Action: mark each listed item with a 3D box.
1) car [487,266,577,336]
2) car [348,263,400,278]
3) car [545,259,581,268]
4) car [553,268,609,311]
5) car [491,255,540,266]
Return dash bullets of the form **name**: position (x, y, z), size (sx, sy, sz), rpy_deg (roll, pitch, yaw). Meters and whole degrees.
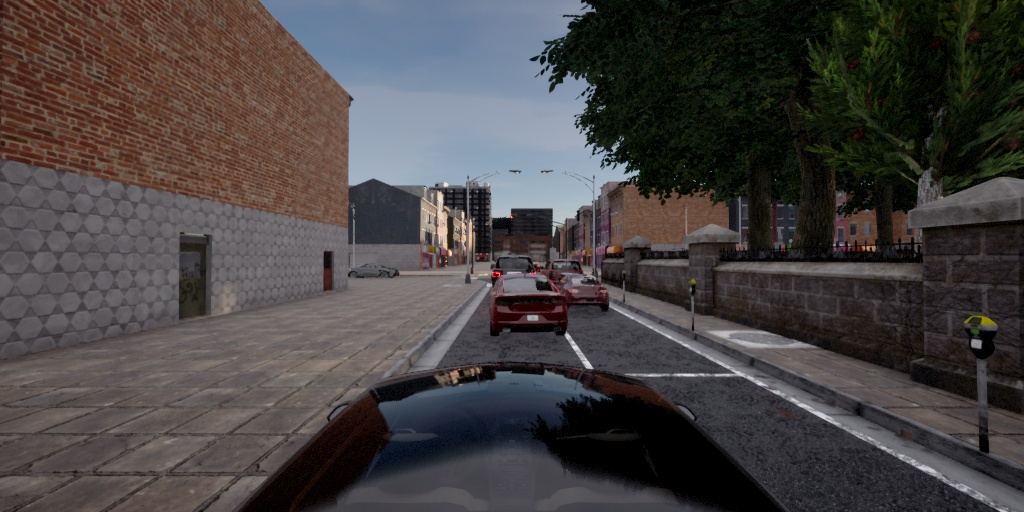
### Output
- **car**: position (0.289, 1.231, 10.475), size (1.882, 1.535, 5.008), rpy_deg (0, 0, -4)
- **car**: position (-12.026, 1.306, 31.316), size (4.181, 1.385, 1.994), rpy_deg (0, -1, 0)
- **car**: position (2.669, 1.076, 19.722), size (2.192, 1.841, 5.009), rpy_deg (0, 0, 0)
- **car**: position (2.660, 1.338, 14.273), size (1.802, 1.307, 4.207), rpy_deg (0, 0, 0)
- **car**: position (0.111, 0.981, 18.031), size (2.150, 2.045, 5.566), rpy_deg (0, 0, 0)
